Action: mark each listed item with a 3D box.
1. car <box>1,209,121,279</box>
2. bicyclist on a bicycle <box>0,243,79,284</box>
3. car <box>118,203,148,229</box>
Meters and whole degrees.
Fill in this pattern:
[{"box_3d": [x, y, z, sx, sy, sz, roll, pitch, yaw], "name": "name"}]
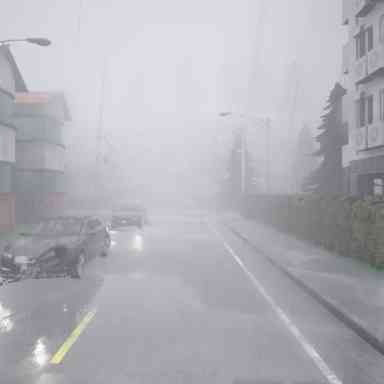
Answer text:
[{"box_3d": [-3.795, 1.492, 10.074, 2.128, 1.511, 4.902, 0, 0, -1], "name": "car"}, {"box_3d": [-2.933, 1.481, 6.916, 1.620, 0.582, 1.656, -33, -14, 33], "name": "bicyclist on a bicycle"}, {"box_3d": [-4.028, 1.503, 21.890, 1.837, 1.490, 4.892, 0, 0, -1], "name": "car"}]
